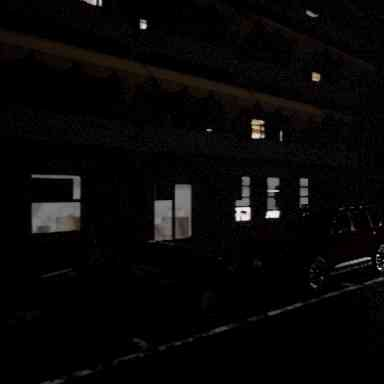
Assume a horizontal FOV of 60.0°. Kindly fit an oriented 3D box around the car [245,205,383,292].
[{"bbox_3d":[3.543,1.309,9.088,5.009,1.841,2.192,0,0,-35],"label":"car"}]

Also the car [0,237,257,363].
[{"bbox_3d":[-1.055,1.580,5.808,4.206,1.307,1.802,0,0,-35],"label":"car"}]
